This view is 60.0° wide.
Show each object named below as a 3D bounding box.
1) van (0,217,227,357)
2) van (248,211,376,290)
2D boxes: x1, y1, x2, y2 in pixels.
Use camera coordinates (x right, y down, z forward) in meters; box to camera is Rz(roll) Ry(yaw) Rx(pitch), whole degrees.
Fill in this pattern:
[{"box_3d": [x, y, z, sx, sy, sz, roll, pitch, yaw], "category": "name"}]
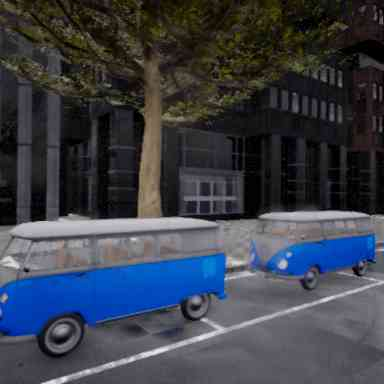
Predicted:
[{"box_3d": [-1.248, 1.365, 5.758, 3.998, 1.788, 1.690, 1, 0, -36], "category": "van"}, {"box_3d": [3.326, 1.427, 9.022, 3.998, 1.788, 1.690, 1, 0, -36], "category": "van"}]
